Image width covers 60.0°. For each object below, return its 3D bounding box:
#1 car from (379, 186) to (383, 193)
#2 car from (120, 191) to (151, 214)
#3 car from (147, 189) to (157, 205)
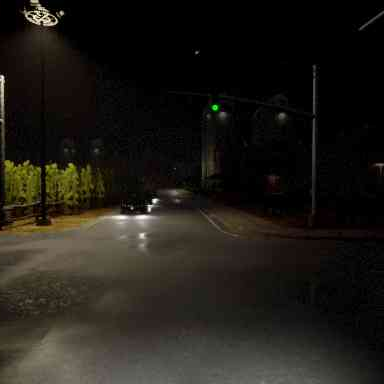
[{"bbox_3d":[43.264,-0.622,74.040,1.905,1.878,3.866,9,9,42],"label":"car"},{"bbox_3d":[-4.599,0.896,26.922,1.837,1.490,4.892,0,1,-4],"label":"car"},{"bbox_3d":[-5.428,0.668,37.958,2.033,1.411,5.357,0,1,-5],"label":"car"}]
